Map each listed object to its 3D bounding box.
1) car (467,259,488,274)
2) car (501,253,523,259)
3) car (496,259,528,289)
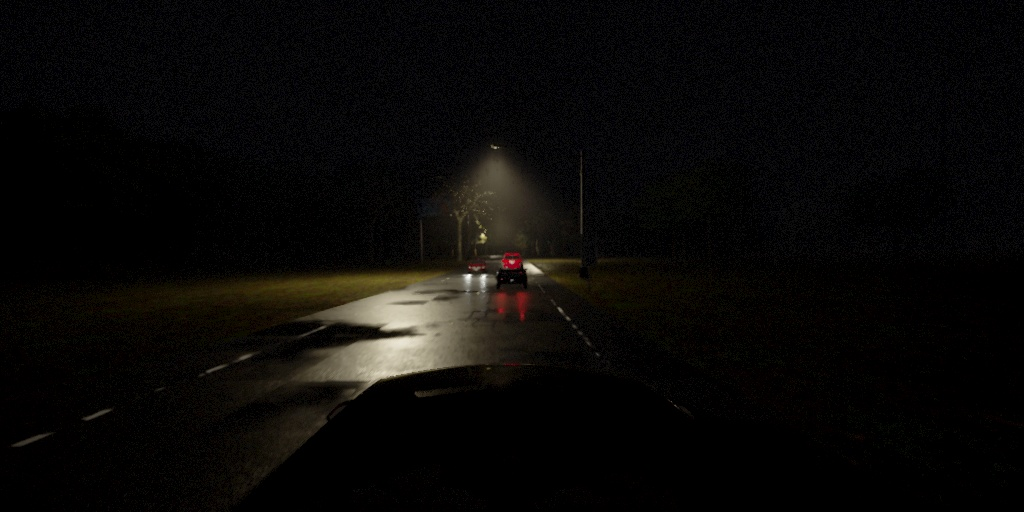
[{"bbox_3d":[-3.529,1.056,37.759,1.812,1.442,4.674,0,1,0],"label":"car"},{"bbox_3d":[0.036,0.727,38.593,2.150,2.045,5.566,0,1,0],"label":"car"},{"bbox_3d":[-0.002,1.155,22.577,2.128,1.511,4.902,0,0,0],"label":"car"}]
